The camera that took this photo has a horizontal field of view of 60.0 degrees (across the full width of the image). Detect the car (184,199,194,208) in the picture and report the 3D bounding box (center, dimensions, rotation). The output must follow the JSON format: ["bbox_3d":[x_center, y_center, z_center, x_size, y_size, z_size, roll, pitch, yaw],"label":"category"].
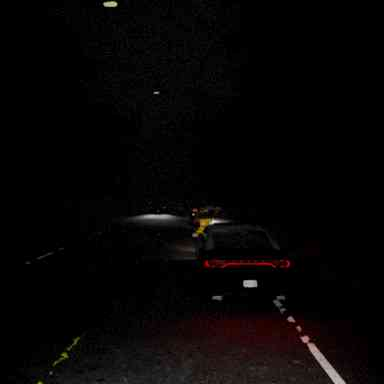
[{"bbox_3d":[-0.579,1.984,59.412,1.812,1.442,4.674,0,-1,-1],"label":"car"}]

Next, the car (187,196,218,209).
[{"bbox_3d":[0.925,1.324,24.513,2.150,2.045,5.566,-1,0,-1],"label":"car"}]

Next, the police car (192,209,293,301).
[{"bbox_3d":[1.040,1.451,8.566,1.930,1.638,5.238,0,0,0],"label":"police car"}]

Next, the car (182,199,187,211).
[{"bbox_3d":[-0.308,1.795,45.328,2.128,1.511,4.902,0,-1,0],"label":"car"}]

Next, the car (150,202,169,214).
[{"bbox_3d":[-3.757,1.840,38.627,1.895,1.301,4.718,0,0,-1],"label":"car"}]

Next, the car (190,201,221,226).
[{"bbox_3d":[0.978,1.523,18.659,1.801,1.575,5.366,-1,0,0],"label":"car"}]
